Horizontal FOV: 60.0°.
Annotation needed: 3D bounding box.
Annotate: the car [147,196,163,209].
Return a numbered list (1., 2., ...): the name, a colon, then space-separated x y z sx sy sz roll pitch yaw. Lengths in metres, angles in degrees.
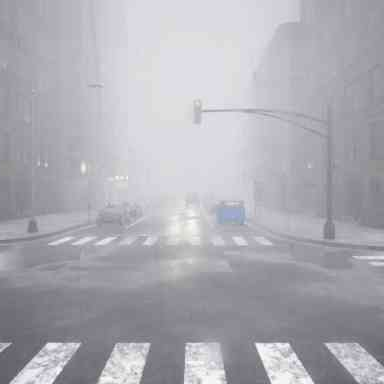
1. car: -5.389 1.519 45.713 1.752 1.417 4.829 0 0 0

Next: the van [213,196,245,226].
1. van: 2.636 1.340 23.164 1.690 1.788 3.998 0 0 0

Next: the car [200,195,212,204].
1. car: 2.636 1.422 62.933 1.967 1.590 4.097 0 0 0

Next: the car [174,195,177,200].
1. car: -5.389 1.409 79.973 1.967 1.590 4.097 0 0 0

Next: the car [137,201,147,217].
1. car: -5.389 1.543 28.837 1.887 1.381 4.507 0 0 0

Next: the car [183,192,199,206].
1. car: 0.100 1.213 53.020 2.150 2.045 5.566 0 0 0

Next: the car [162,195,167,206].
1. car: -5.388 1.556 51.565 1.947 1.339 4.313 0 0 0

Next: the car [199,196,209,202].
1. car: 2.636 1.524 74.295 2.008 1.369 4.403 0 0 0

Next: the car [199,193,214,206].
1. car: 2.637 1.305 51.571 2.192 1.841 5.009 0 0 0

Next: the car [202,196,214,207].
1. car: 2.637 1.576 45.889 1.802 1.307 4.206 0 0 0

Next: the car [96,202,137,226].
1. car: -5.389 1.549 23.155 2.008 1.369 4.403 0 0 0

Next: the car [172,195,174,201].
1. car: -5.389 1.292 68.610 2.192 1.841 5.009 0 0 0

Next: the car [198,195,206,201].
1. car: 2.636 1.530 85.658 1.947 1.339 4.313 0 0 0

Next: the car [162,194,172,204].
1. car: -5.389 1.547 62.928 1.947 1.339 4.313 0 0 0

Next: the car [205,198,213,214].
1. car: 2.637 1.580 34.526 1.802 1.307 4.206 0 0 0
